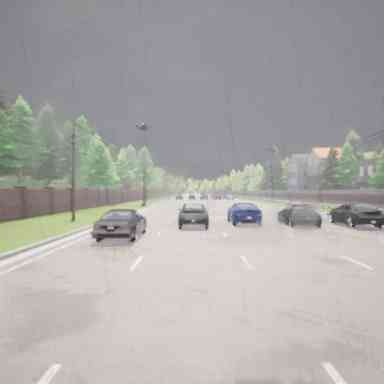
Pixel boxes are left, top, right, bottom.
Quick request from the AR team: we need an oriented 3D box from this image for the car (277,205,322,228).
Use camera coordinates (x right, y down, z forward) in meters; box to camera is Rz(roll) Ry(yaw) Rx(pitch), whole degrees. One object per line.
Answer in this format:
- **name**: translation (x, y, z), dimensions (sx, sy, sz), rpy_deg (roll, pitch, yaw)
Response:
- **car**: translation (7.097, 1.551, 22.315), dimensions (1.994, 1.385, 4.181), rpy_deg (0, 0, 0)

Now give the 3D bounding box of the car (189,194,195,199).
- **car**: translation (-0.010, 1.438, 91.005), dimensions (1.837, 1.490, 4.892), rpy_deg (0, 0, 0)

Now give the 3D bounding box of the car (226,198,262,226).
- **car**: translation (3.598, 1.464, 23.361), dimensions (1.882, 1.535, 5.008), rpy_deg (0, 0, 0)

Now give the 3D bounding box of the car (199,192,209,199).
- **car**: translation (3.489, 1.294, 91.392), dimensions (2.097, 1.767, 4.553), rpy_deg (0, 0, 0)

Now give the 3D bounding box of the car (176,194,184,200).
- **car**: translation (-3.510, 1.438, 91.004), dimensions (1.837, 1.490, 4.892), rpy_deg (0, 0, 0)

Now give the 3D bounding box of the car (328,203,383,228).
- **car**: translation (10.597, 1.492, 21.823), dimensions (1.837, 1.490, 4.892), rpy_deg (0, 0, 0)

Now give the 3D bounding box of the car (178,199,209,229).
- **car**: translation (0.097, 1.479, 21.755), dimensions (2.128, 1.511, 4.902), rpy_deg (0, 0, 0)

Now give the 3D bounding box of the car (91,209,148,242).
- **car**: translation (-3.403, 1.537, 16.412), dimensions (2.033, 1.411, 5.357), rpy_deg (0, 0, 0)

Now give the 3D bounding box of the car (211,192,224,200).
- **car**: translation (6.989, 1.294, 91.392), dimensions (2.097, 1.767, 4.553), rpy_deg (0, 0, 0)

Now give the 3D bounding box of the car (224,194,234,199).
- **car**: translation (10.489, 1.463, 91.422), dimensions (1.812, 1.442, 4.674), rpy_deg (0, 0, 0)
